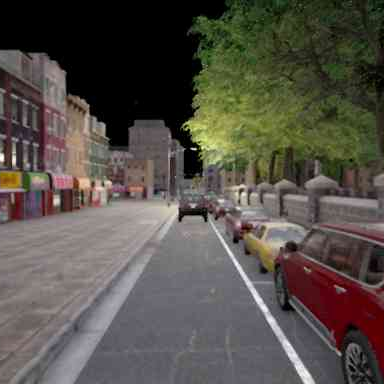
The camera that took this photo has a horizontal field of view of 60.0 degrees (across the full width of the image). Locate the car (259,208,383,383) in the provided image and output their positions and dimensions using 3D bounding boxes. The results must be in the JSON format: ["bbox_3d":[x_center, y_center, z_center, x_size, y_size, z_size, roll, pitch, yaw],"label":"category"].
[{"bbox_3d":[2.618,1.294,4.718,2.192,1.841,5.009,-1,0,0],"label":"car"}]

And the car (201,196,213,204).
[{"bbox_3d":[2.633,1.419,60.907,2.008,1.369,4.403,-1,0,0],"label":"car"}]

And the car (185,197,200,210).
[{"bbox_3d":[0.085,1.382,42.192,1.837,1.490,4.892,0,0,0],"label":"car"}]

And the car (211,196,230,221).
[{"bbox_3d":[2.614,1.345,26.521,1.967,1.590,4.097,-1,0,0],"label":"car"}]

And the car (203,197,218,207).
[{"bbox_3d":[2.610,1.436,48.322,1.947,1.339,4.313,-1,0,0],"label":"car"}]

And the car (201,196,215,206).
[{"bbox_3d":[2.608,1.419,53.772,2.008,1.369,4.403,-1,0,0],"label":"car"}]

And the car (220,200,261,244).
[{"bbox_3d":[2.617,1.378,15.620,1.967,1.590,4.097,-1,0,0],"label":"car"}]

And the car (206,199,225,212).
[{"bbox_3d":[2.613,1.465,37.422,1.802,1.307,4.206,-1,0,0],"label":"car"}]

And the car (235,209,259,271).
[{"bbox_3d":[2.620,1.482,10.340,1.752,1.417,4.829,-1,0,0],"label":"car"}]

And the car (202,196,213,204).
[{"bbox_3d":[2.658,1.393,58.934,1.752,1.417,4.829,-1,0,0],"label":"car"}]

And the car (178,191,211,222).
[{"bbox_3d":[0.084,1.126,25.840,2.150,2.045,5.566,0,0,0],"label":"car"}]
